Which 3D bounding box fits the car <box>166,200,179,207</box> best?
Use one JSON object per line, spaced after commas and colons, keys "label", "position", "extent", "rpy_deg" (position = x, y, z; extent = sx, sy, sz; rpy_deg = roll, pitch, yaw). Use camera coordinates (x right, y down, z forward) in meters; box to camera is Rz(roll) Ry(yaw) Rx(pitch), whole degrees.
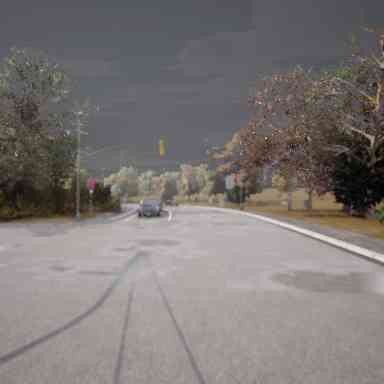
{"label": "car", "position": [-4.411, 2.429, 72.005], "extent": [2.128, 1.511, 4.902], "rpy_deg": [0, -1, -22]}

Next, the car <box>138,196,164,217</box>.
{"label": "car", "position": [-4.057, 1.459, 32.299], "extent": [2.097, 1.767, 4.553], "rpy_deg": [0, -1, -3]}
